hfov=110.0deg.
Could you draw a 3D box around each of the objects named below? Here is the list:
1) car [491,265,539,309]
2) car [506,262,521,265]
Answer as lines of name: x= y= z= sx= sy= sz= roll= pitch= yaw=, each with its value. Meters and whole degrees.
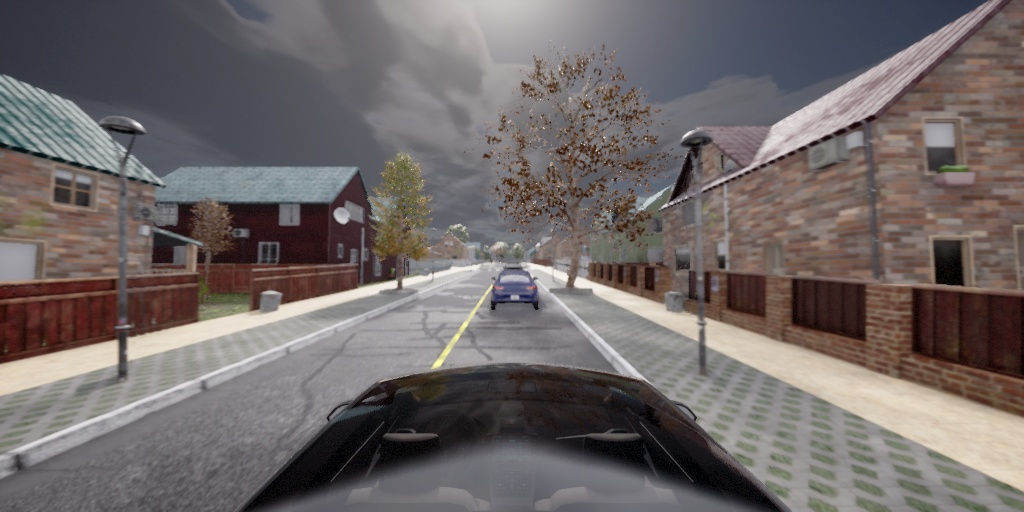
car: x=0.109 y=1.295 z=14.934 sx=1.812 sy=1.442 sz=4.674 roll=0 pitch=0 yaw=0
car: x=0.118 y=1.312 z=32.263 sx=1.837 sy=1.490 sz=4.892 roll=0 pitch=0 yaw=0
